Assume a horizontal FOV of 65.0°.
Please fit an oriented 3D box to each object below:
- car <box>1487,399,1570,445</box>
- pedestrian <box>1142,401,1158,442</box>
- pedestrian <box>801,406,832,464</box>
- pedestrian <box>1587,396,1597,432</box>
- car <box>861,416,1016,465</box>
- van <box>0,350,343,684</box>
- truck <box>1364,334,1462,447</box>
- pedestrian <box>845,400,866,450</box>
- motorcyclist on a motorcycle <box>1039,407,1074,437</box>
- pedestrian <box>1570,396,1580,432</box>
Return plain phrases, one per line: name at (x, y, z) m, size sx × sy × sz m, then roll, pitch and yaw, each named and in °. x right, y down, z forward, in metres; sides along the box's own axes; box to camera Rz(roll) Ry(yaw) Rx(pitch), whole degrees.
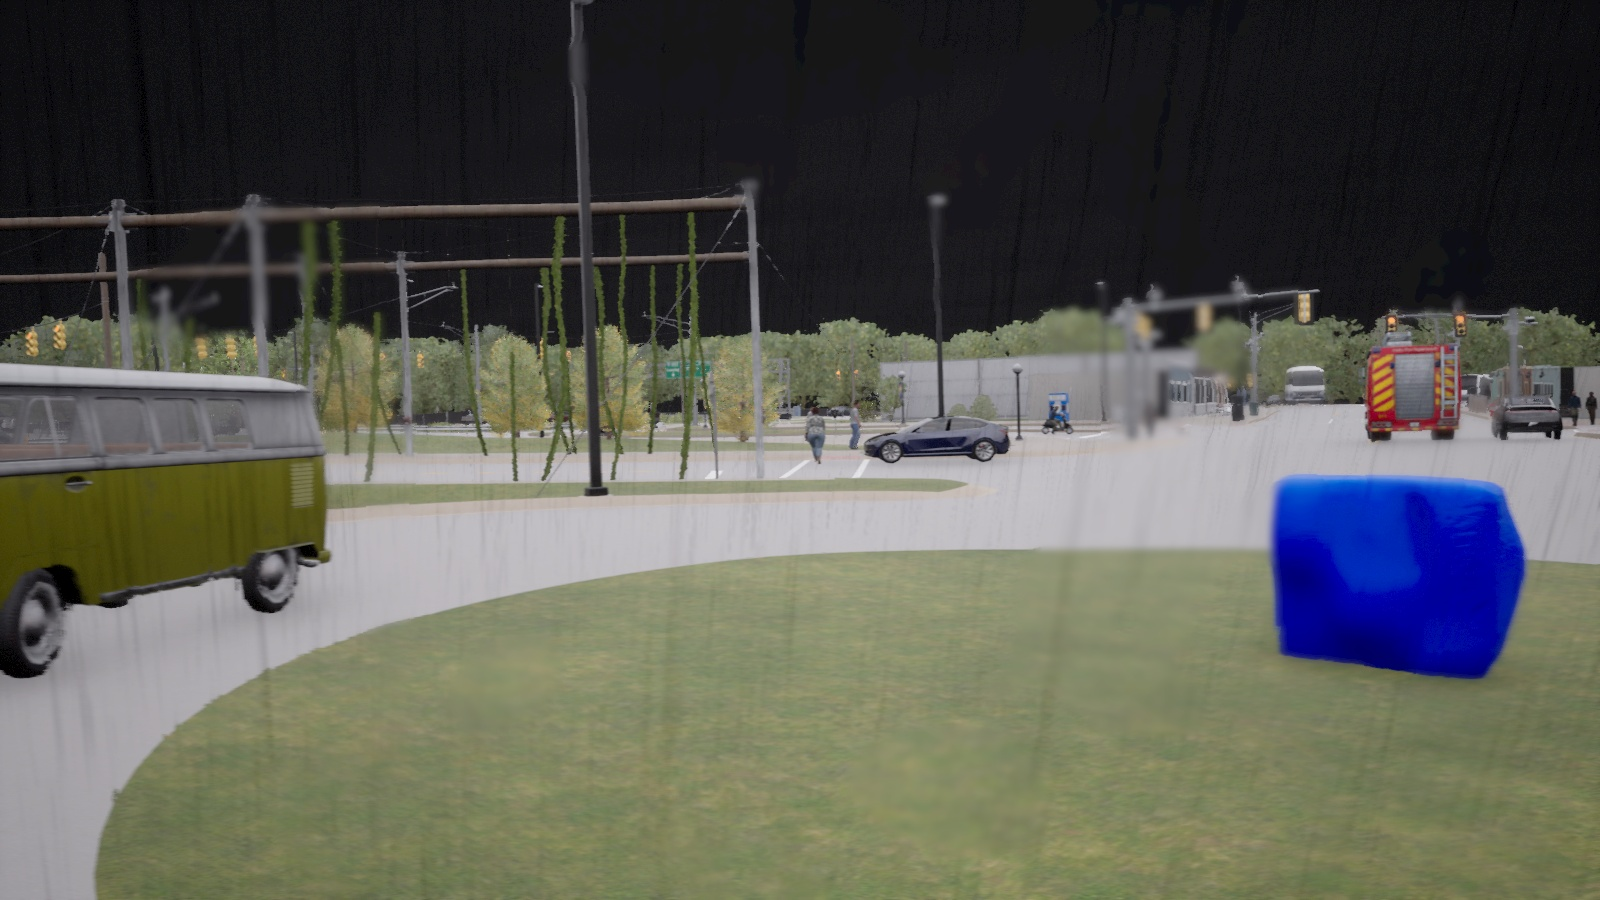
car at (25.567, -0.979, 44.224) m, size 2.128 × 1.511 × 4.902 m, roll 0°, pitch 1°, yaw 26°
pedestrian at (17.149, -1.402, 61.529) m, size 0.659 × 1.952 × 0.873 m, roll 0°, pitch 3°, yaw 23°
pedestrian at (0.517, -0.497, 40.708) m, size 0.874 × 1.855 × 0.900 m, roll -2°, pitch 3°, yaw -5°
pedestrian at (43.203, -1.961, 68.476) m, size 0.395 × 1.930 × 0.692 m, roll 0°, pitch 3°, yaw 28°
car at (4.478, -0.344, 41.231) m, size 4.792 × 1.488 × 2.163 m, roll 0°, pitch 3°, yaw -2°
van at (-5.352, 0.345, 9.165) m, size 1.775 × 1.987 × 4.442 m, roll 1°, pitch 2°, yaw 10°
truck at (22.782, -2.115, 47.015) m, size 2.891 × 3.827 × 8.468 m, roll 0°, pitch 1°, yaw 23°
pedestrian at (2.056, -0.925, 46.794) m, size 0.706 × 1.836 × 0.354 m, roll -2°, pitch 3°, yaw -2°
motorcyclist on a motorcycle at (14.206, -1.550, 69.574) m, size 1.817 × 1.590 × 0.866 m, roll 1°, pitch 3°, yaw 19°
pedestrian at (39.401, -1.833, 63.860) m, size 0.402 × 1.842 × 0.726 m, roll 0°, pitch 3°, yaw 30°
